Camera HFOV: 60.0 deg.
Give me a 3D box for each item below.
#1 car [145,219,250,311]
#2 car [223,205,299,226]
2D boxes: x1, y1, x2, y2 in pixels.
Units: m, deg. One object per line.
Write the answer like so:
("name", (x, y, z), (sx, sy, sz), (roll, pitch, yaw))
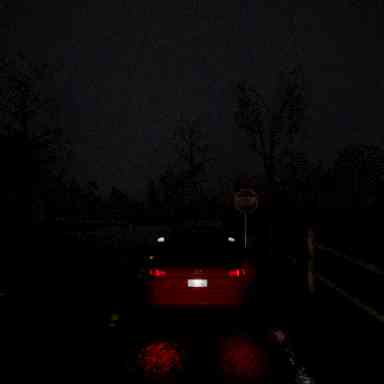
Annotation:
("car", (0.100, 1.562, 7.821), (1.994, 1.385, 4.181), (0, 0, 0))
("car", (5.021, 1.659, 24.373), (5.357, 1.411, 2.033), (1, 1, 0))
